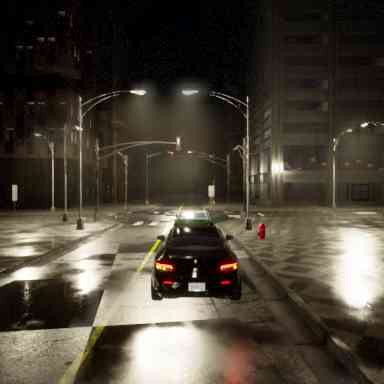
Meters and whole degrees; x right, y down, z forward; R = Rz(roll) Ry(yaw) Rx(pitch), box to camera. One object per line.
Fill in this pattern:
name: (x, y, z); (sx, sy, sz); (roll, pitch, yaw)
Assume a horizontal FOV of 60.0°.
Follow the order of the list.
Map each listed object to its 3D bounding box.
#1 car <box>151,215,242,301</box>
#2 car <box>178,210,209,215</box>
car: (0.085, 1.523, 8.210); (1.812, 1.442, 4.674); (0, 0, 0)
car: (0.074, 1.593, 17.235); (1.895, 1.301, 4.718); (0, 0, 0)
